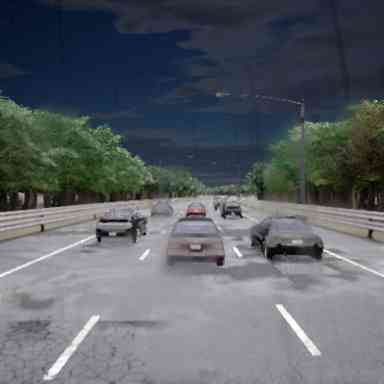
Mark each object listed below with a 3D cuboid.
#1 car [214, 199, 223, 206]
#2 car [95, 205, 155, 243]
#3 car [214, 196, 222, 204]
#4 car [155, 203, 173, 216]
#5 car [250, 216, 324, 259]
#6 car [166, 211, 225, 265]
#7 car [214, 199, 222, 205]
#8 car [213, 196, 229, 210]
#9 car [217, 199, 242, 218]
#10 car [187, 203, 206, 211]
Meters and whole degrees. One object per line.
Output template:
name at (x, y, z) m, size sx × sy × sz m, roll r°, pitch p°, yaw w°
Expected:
car at (5.397, 2.164, 68.722) m, size 1.812 × 1.442 × 4.674 m, roll 0°, pitch -1°, yaw 4°
car at (-3.348, 1.592, 16.544) m, size 2.128 × 1.511 × 4.902 m, roll 0°, pitch 0°, yaw 0°
car at (7.066, 2.160, 91.562) m, size 2.150 × 2.045 × 5.566 m, roll 0°, pitch -1°, yaw 5°
car at (-3.026, 1.803, 34.306) m, size 1.994 × 1.385 × 4.181 m, roll 0°, pitch -1°, yaw 2°
car at (3.521, 1.641, 13.046) m, size 1.994 × 1.385 × 4.181 m, roll 0°, pitch 0°, yaw 0°
car at (0.117, 1.617, 11.900) m, size 2.033 × 1.411 × 5.357 m, roll 0°, pitch 0°, yaw 0°
car at (6.200, 2.391, 80.684) m, size 1.895 × 1.301 × 4.718 m, roll 0°, pitch -1°, yaw 4°
car at (4.455, 1.763, 50.905) m, size 2.097 × 1.767 × 4.553 m, roll 0°, pitch -1°, yaw 2°
car at (3.835, 1.732, 33.069) m, size 1.837 × 1.490 × 4.892 m, roll 0°, pitch -1°, yaw 1°
car at (0.477, 1.805, 34.390) m, size 1.994 × 1.385 × 4.181 m, roll 0°, pitch -1°, yaw 2°
